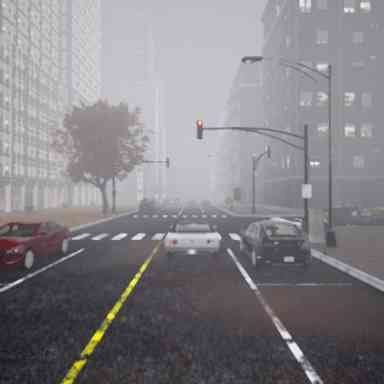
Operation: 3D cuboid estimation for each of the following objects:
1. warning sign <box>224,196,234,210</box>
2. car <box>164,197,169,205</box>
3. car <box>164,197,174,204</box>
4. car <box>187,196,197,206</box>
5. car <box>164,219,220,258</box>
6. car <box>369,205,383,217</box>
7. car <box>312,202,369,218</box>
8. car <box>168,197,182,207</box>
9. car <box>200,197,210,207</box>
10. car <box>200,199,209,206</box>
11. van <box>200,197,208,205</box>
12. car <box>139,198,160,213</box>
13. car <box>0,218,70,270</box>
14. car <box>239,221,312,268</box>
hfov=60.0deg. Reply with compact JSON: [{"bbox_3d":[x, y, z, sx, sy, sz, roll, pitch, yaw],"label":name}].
[{"bbox_3d":[5.077,1.540,45.923,1.300,1.860,1.060,0,0,0],"label":"warning sign"},{"bbox_3d":[-5.679,2.300,76.932,1.947,1.339,4.313,0,-1,0],"label":"car"},{"bbox_3d":[-5.678,2.107,82.456,2.192,1.841,5.009,0,-1,0],"label":"car"},{"bbox_3d":[0.012,2.226,73.116,2.033,1.411,5.357,0,-1,0],"label":"car"},{"bbox_3d":[0.067,1.719,13.286,1.895,1.301,4.718,0,0,2],"label":"car"},{"bbox_3d":[18.828,1.519,30.868,4.829,1.417,1.752,-1,0,-1],"label":"car"},{"bbox_3d":[13.431,1.619,30.813,4.403,1.369,2.008,-1,0,-1],"label":"car"},{"bbox_3d":[-3.011,1.970,65.564,2.097,1.767,4.553,0,-1,1],"label":"car"},{"bbox_3d":[2.700,2.187,65.885,1.947,1.339,4.313,0,-1,0],"label":"car"},{"bbox_3d":[2.701,2.203,71.578,1.752,1.417,4.829,0,-1,0],"label":"car"},{"bbox_3d":[2.702,2.075,76.933,1.690,1.788,3.998,0,-1,0],"label":"van"},{"bbox_3d":[-5.684,1.720,43.798,2.192,1.841,5.009,0,-1,0],"label":"car"},{"bbox_3d":[-5.689,1.647,11.410,1.887,1.381,4.507,0,-1,0],"label":"car"},{"bbox_3d":[2.691,1.652,11.408,2.008,1.369,4.403,0,-1,0],"label":"car"}]
